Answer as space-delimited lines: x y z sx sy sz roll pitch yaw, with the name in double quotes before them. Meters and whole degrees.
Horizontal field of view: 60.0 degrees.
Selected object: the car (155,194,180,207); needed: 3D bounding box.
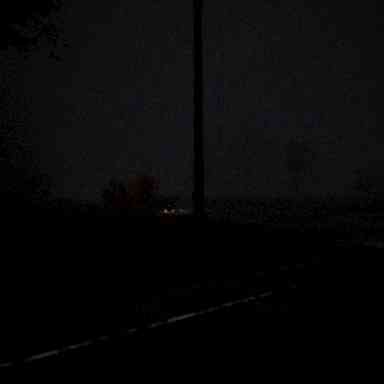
"car" -3.015 1.055 36.729 1.837 1.490 4.892 -1 1 -35
